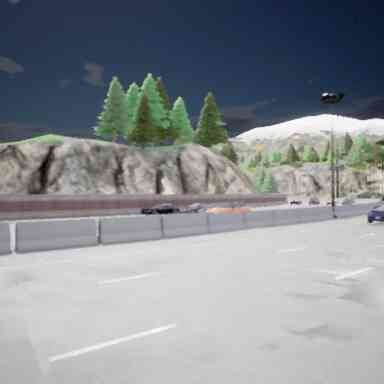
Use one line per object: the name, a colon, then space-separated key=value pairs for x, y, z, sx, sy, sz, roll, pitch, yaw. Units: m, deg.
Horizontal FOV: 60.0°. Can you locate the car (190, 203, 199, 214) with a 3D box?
car: x=2.597 y=1.827 z=33.588 sx=4.902 sy=1.511 sz=2.128 roll=0 pitch=-1 yaw=-44

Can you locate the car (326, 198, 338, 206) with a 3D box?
car: x=28.331 y=2.022 z=67.321 sx=1.882 sy=1.535 sz=5.008 roll=-1 pitch=-1 yaw=28

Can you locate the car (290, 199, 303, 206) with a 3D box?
car: x=22.104 y=2.209 z=70.517 sx=1.895 sy=1.301 sz=4.718 roll=-1 pitch=-1 yaw=28

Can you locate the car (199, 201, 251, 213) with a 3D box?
car: x=3.217 y=1.641 z=29.373 sx=4.553 sy=1.767 sz=2.097 roll=0 pitch=-1 yaw=-43

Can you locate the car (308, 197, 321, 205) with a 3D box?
car: x=25.889 y=1.859 z=70.208 sx=2.097 sy=1.767 sz=4.553 roll=-1 pitch=-1 yaw=28

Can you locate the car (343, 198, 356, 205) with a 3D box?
car: x=29.239 y=1.989 z=61.788 sx=1.837 sy=1.490 sz=4.892 roll=0 pitch=-1 yaw=30

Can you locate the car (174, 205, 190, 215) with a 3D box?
car: x=0.652 y=1.899 z=36.572 sx=4.674 sy=1.442 sz=1.812 roll=0 pitch=-1 yaw=-44

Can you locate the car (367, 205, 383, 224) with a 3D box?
car: x=15.211 y=1.736 z=26.025 sx=1.812 sy=1.442 sz=4.674 roll=0 pitch=0 yaw=44

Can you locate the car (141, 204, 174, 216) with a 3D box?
car: x=-3.423 y=1.999 z=37.481 sx=4.718 sy=1.301 sz=1.895 roll=0 pitch=-1 yaw=-44
